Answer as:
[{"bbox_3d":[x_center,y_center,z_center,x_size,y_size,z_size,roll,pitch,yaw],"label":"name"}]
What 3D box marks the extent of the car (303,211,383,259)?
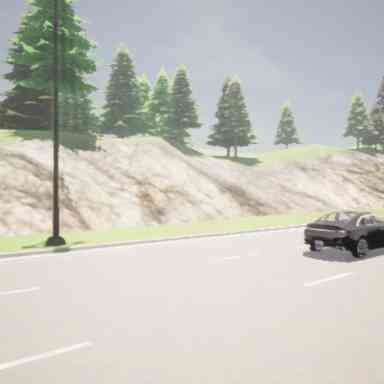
[{"bbox_3d":[6.210,1.471,12.480,4.902,1.511,2.128,0,0,-35],"label":"car"}]
